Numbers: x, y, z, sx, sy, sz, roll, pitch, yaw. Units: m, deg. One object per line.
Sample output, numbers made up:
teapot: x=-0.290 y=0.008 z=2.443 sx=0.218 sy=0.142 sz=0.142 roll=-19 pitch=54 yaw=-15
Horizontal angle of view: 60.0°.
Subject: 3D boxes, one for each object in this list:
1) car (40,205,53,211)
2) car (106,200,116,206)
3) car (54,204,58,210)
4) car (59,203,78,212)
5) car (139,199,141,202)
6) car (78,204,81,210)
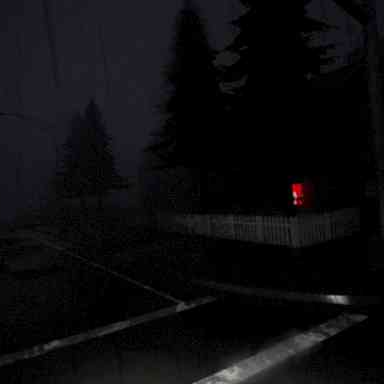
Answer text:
car: x=-38.144 y=4.120 z=86.029 sx=2.007 sy=1.523 sz=4.514 roll=-4 pitch=0 yaw=-33
car: x=-21.484 y=2.819 z=87.851 sx=1.845 sy=1.501 sz=3.633 roll=-4 pitch=0 yaw=-33
car: x=-35.556 y=3.910 z=87.790 sx=2.152 sy=1.636 sz=5.027 roll=-4 pitch=0 yaw=-33
car: x=-23.923 y=3.102 z=64.246 sx=1.845 sy=1.501 sz=3.633 roll=-4 pitch=0 yaw=-33
car: x=-13.124 y=2.146 z=93.285 sx=2.007 sy=1.523 sz=4.514 roll=-4 pitch=0 yaw=-33
car: x=-25.486 y=3.219 z=72.088 sx=1.970 sy=1.475 sz=3.806 roll=-4 pitch=0 yaw=-33
